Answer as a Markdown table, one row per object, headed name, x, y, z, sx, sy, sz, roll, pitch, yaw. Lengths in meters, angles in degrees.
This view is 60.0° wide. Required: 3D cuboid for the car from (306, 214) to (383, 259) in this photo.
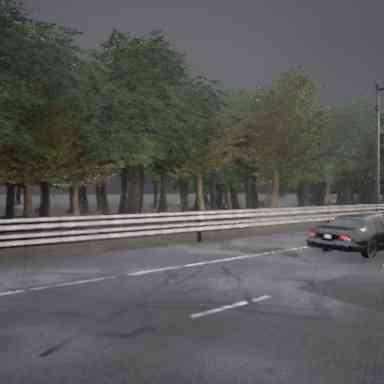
| name | x | y | z | sx | sy | sz | roll | pitch | yaw |
| --- | --- | --- | --- | --- | --- | --- | --- | --- | --- |
| car | 6.650 | 1.563 | 12.750 | 5.357 | 1.411 | 2.033 | 0 | 0 | -35 |
